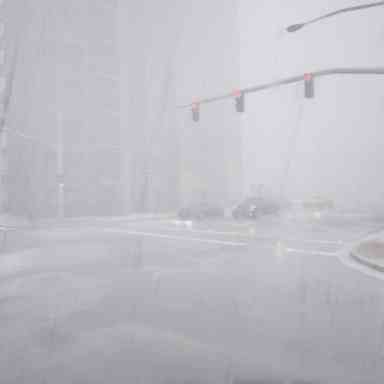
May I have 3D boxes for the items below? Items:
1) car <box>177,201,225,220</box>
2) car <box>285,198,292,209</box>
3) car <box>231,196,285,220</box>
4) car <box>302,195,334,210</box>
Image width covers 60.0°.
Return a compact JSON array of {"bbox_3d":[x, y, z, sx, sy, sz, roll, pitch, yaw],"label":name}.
[{"bbox_3d":[0.739,1.423,26.363,1.994,1.385,4.181,-1,0,42],"label":"car"},{"bbox_3d":[9.103,1.215,35.711,1.994,1.385,4.181,-1,0,42],"label":"car"},{"bbox_3d":[5.010,1.129,25.895,2.097,1.767,4.553,-1,0,42],"label":"car"},{"bbox_3d":[13.327,1.047,35.175,1.882,1.535,5.008,-1,1,42],"label":"car"}]
